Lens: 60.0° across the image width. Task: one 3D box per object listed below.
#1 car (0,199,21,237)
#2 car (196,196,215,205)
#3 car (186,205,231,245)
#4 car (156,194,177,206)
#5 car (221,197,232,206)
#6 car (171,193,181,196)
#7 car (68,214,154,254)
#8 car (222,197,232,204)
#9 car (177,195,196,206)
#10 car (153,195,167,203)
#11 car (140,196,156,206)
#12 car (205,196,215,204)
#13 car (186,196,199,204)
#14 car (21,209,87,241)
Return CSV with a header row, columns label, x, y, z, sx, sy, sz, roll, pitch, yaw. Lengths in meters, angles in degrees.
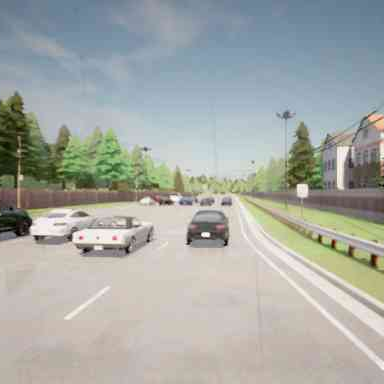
label,x,y,z,sx,sy,sz,roll,pitch,yaw
car,-9.791,1.241,15.256,2.150,2.045,5.566,0,0,7
car,2.437,1.635,57.842,2.128,1.511,4.902,0,0,7
car,0.834,1.565,15.727,1.812,1.442,4.674,0,0,7
car,-4.510,1.611,58.703,1.882,1.535,5.008,0,0,7
car,5.910,1.696,57.412,2.033,1.411,5.357,0,0,7
car,-3.224,1.233,69.075,2.150,2.045,5.566,0,0,7
car,-2.938,1.629,13.641,1.895,1.301,4.718,0,0,7
car,7.192,1.682,67.753,1.812,1.442,4.674,0,0,7
car,-0.985,1.665,58.686,1.812,1.442,4.674,0,0,7
car,-6.702,1.465,69.475,1.882,1.535,5.008,0,0,7
car,-7.932,1.655,59.547,1.812,1.442,4.674,0,0,7
car,3.718,1.640,68.183,1.812,1.442,4.674,0,0,7
car,0.245,1.591,68.614,2.033,1.411,5.357,0,0,7
car,-6.113,1.555,16.587,1.812,1.442,4.674,0,0,7
